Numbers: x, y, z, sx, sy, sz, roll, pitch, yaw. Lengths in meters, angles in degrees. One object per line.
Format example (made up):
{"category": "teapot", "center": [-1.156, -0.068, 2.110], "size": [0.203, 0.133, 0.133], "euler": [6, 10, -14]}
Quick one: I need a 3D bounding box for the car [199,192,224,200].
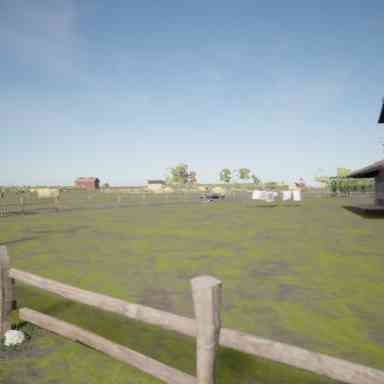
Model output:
{"category": "car", "center": [3.420, 0.714, 57.177], "size": [1.895, 1.301, 4.718], "euler": [0, 1, 45]}
